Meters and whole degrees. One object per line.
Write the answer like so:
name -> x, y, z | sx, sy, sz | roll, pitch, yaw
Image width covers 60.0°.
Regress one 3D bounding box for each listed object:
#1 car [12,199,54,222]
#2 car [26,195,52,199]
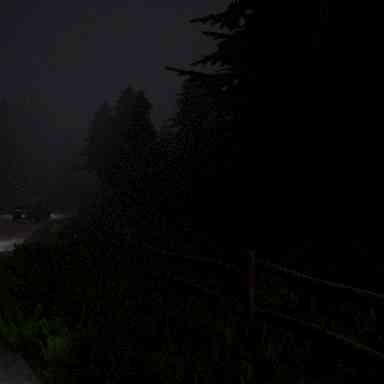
car -> -12.762, 1.558, 26.689 | 2.128, 1.511, 4.902 | 0, 0, -11
car -> -17.427, 1.316, 37.389 | 2.150, 2.045, 5.566 | 0, 0, -3
